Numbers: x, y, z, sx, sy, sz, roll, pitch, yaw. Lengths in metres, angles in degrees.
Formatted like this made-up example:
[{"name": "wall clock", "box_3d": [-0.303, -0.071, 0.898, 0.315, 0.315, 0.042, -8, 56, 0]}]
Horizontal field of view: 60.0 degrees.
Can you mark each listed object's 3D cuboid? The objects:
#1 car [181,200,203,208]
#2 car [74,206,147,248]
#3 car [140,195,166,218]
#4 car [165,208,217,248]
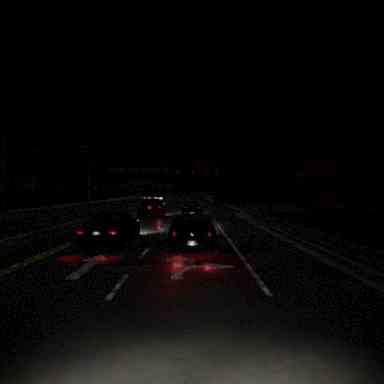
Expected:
[{"name": "car", "box_3d": [0.000, 1.492, 29.650, 2.128, 1.511, 4.902, 0, 0, 0]}, {"name": "car", "box_3d": [-3.500, 1.560, 14.650, 2.033, 1.411, 5.357, 0, 0, 0]}, {"name": "car", "box_3d": [-3.500, 1.363, 29.620, 2.097, 1.767, 4.553, 0, 0, 0]}, {"name": "car", "box_3d": [0.000, 1.613, 14.680, 1.895, 1.301, 4.718, 0, 0, 0]}]
